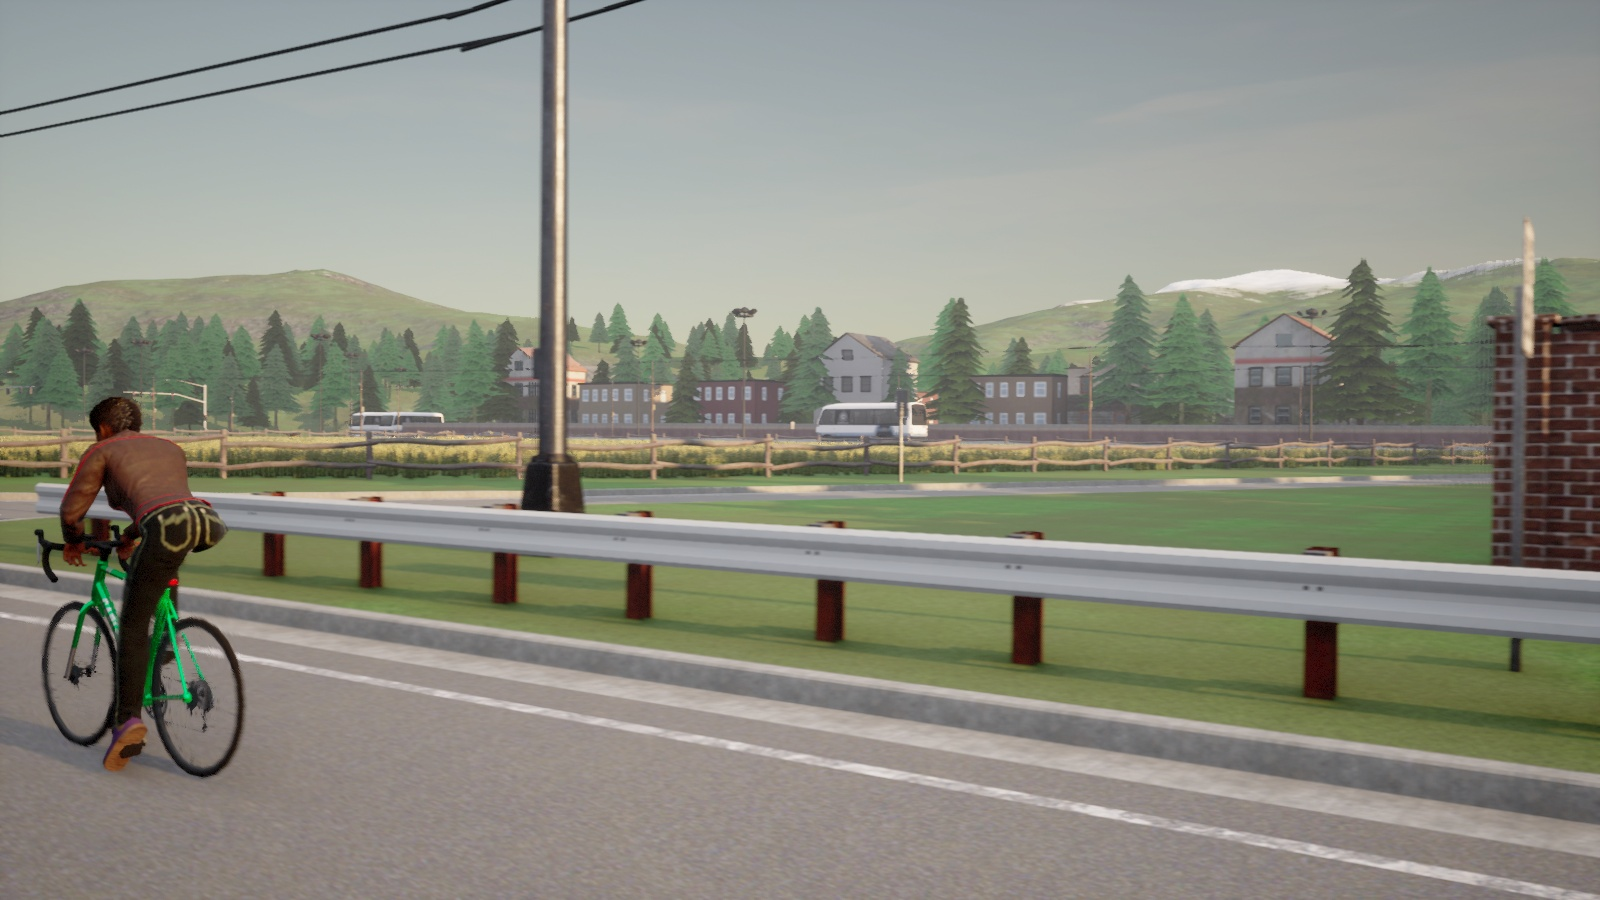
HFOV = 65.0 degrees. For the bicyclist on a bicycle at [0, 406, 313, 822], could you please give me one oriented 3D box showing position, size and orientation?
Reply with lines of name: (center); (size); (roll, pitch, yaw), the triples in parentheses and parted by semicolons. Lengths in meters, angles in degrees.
bicyclist on a bicycle: (-2.946, 0.642, 5.580); (1.656, 1.620, 0.582); (-1, 1, 34)
